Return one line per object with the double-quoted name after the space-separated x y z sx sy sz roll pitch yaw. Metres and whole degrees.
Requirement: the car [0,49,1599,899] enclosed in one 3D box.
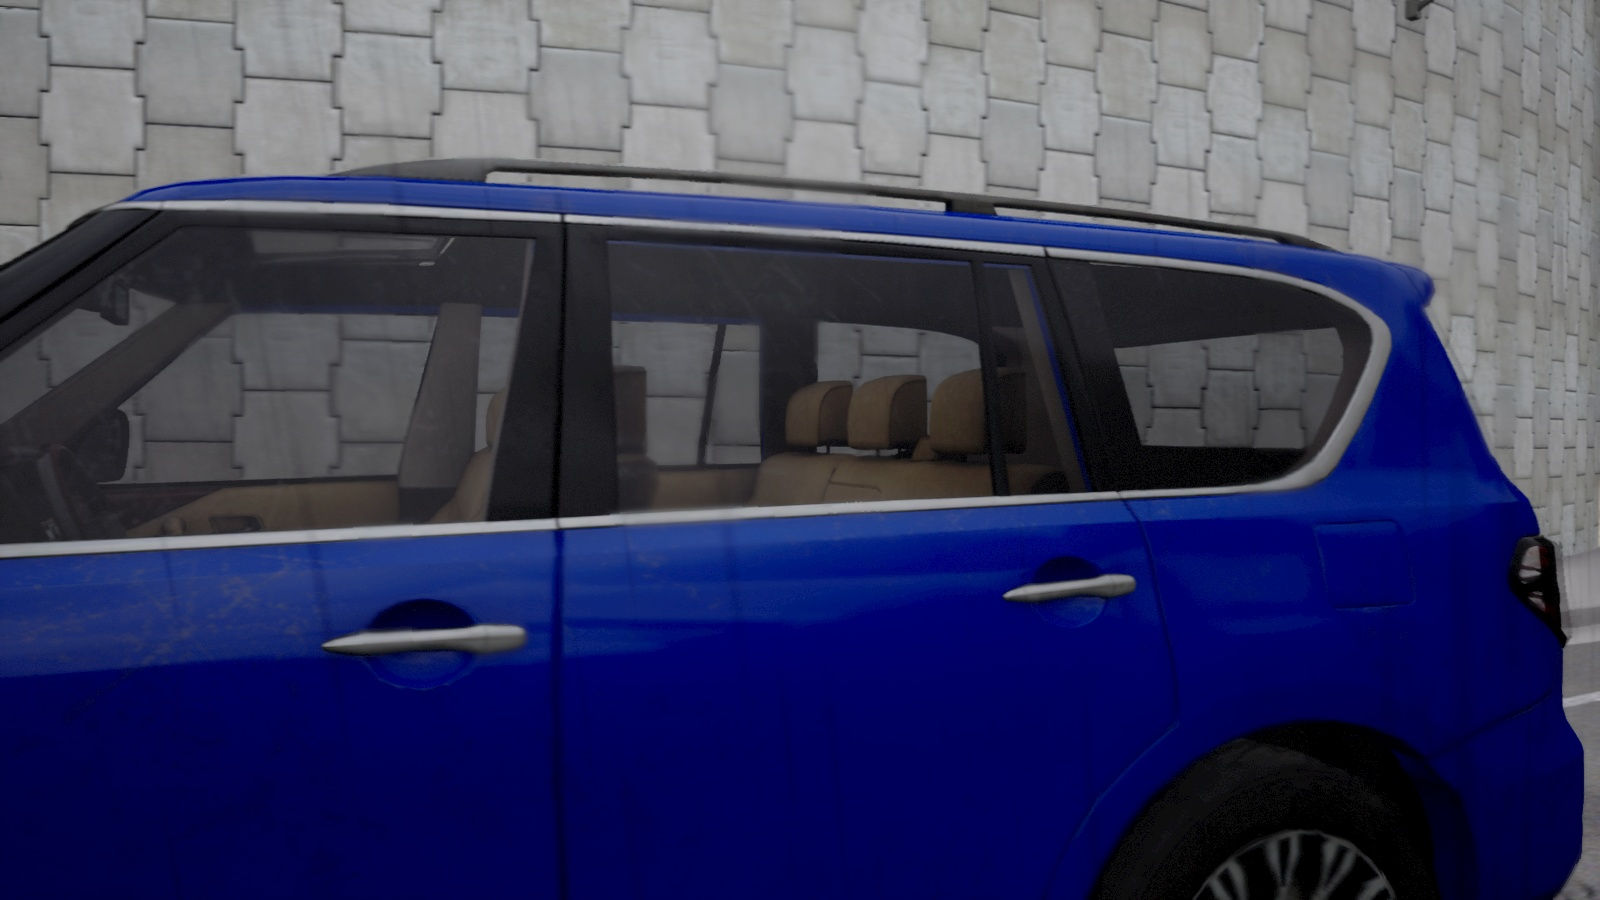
-0.813 0.482 2.881 5.566 2.045 2.150 -1 1 -22 "car"
